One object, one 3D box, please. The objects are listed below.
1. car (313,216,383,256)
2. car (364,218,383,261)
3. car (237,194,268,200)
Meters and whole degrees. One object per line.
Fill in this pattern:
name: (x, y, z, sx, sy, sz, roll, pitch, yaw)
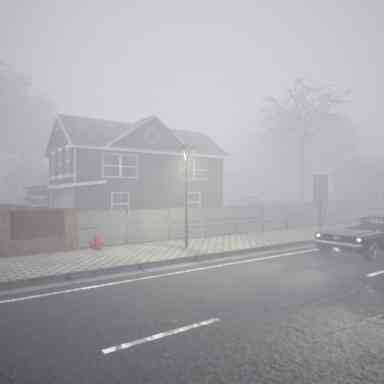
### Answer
car: (6.619, 1.600, 12.374, 4.718, 1.301, 1.895, 0, 0, -35)
car: (6.807, 1.492, 8.523, 4.902, 1.511, 2.128, 0, 0, -35)
car: (7.805, 1.269, 41.426, 2.150, 2.045, 5.566, 0, 0, -35)
